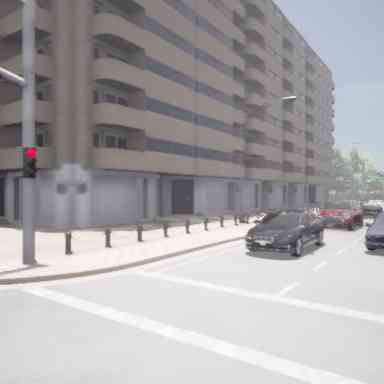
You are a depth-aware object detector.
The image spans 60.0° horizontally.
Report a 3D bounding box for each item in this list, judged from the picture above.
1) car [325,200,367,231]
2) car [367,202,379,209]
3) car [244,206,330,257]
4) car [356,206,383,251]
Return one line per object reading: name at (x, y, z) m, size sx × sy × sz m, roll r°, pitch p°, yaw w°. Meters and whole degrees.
car at (9.049, 1.315, 20.467) m, size 2.097 × 1.767 × 4.553 m, roll 0°, pitch 0°, yaw 36°
car at (15.301, 1.561, 29.062) m, size 1.895 × 1.301 × 4.718 m, roll 0°, pitch 0°, yaw 36°
car at (3.742, 1.469, 13.032) m, size 1.837 × 1.490 × 4.892 m, roll 0°, pitch 0°, yaw 35°
car at (8.323, 1.517, 13.461) m, size 2.033 × 1.411 × 5.357 m, roll 0°, pitch 0°, yaw 35°
